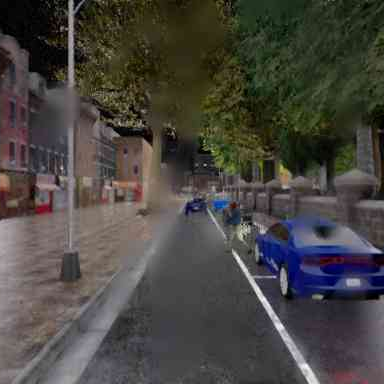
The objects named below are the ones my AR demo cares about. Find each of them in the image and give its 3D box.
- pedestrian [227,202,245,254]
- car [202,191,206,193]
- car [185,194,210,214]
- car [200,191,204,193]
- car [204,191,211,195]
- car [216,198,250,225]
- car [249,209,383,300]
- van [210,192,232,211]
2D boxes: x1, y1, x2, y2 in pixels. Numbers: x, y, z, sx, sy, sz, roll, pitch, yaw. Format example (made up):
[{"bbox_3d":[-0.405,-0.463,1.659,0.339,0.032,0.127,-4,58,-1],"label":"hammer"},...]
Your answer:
[{"bbox_3d":[1.487,1.186,11.286,0.375,1.860,0.375,1,0,1],"label":"pedestrian"},{"bbox_3d":[3.286,1.048,65.078,1.802,1.307,4.206,1,0,1],"label":"car"},{"bbox_3d":[0.395,1.200,30.871,1.882,1.535,5.008,0,0,1],"label":"car"},{"bbox_3d":[3.342,0.747,70.525,2.192,1.841,5.009,1,0,1],"label":"car"},{"bbox_3d":[3.181,1.066,54.349,1.752,1.417,4.829,1,0,1],"label":"car"},{"bbox_3d":[2.858,1.352,21.485,2.008,1.369,4.403,1,0,1],"label":"car"},{"bbox_3d":[2.831,1.398,8.258,1.882,1.535,5.008,0,1,1],"label":"car"},{"bbox_3d":[2.967,1.051,32.382,1.690,1.788,3.998,1,0,1],"label":"van"}]
